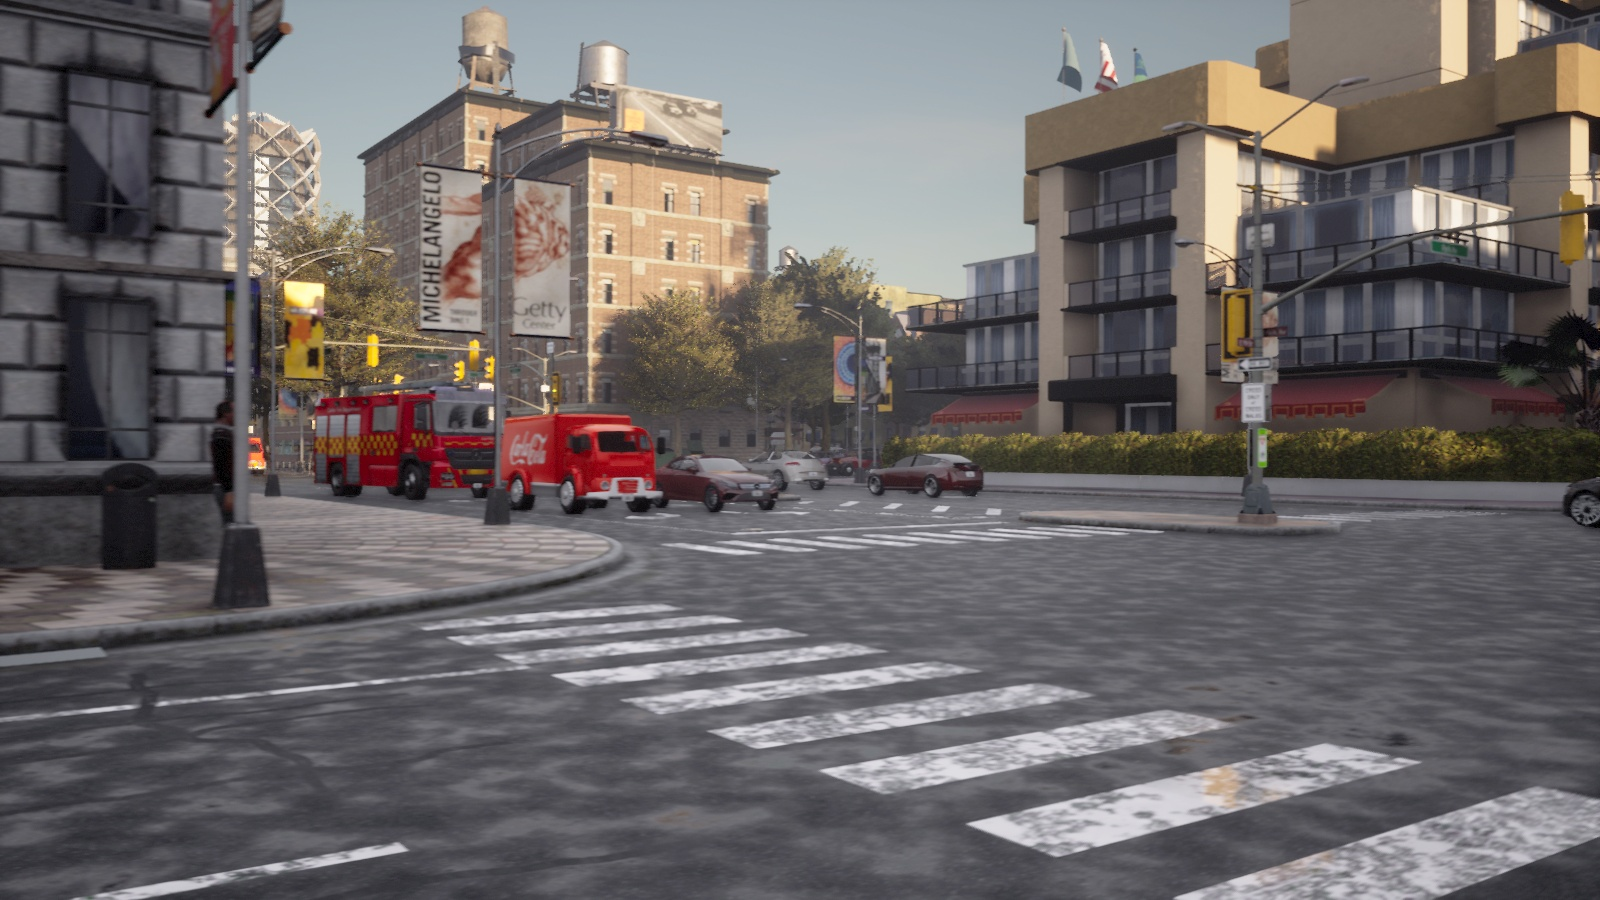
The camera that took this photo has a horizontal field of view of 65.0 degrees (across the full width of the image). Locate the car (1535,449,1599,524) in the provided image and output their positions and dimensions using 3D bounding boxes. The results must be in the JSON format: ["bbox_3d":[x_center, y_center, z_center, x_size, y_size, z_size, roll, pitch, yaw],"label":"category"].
[{"bbox_3d":[17.202,0.725,24.482,2.128,1.511,4.902,0,0,-14],"label":"car"}]

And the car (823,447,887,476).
[{"bbox_3d":[3.589,0.734,81.849,3.866,1.878,1.905,0,0,-36],"label":"car"}]

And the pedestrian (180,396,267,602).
[{"bbox_3d":[-5.338,0.441,11.625,0.720,1.854,0.376,0,0,-26],"label":"pedestrian"}]

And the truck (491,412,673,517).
[{"bbox_3d":[-5.706,0.349,32.276,2.627,2.467,5.204,0,0,-35],"label":"truck"}]

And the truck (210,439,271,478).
[{"bbox_3d":[-36.443,0.535,81.703,2.627,2.467,5.204,0,0,-35],"label":"truck"}]

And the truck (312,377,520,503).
[{"bbox_3d":[-12.996,-0.289,41.951,8.468,3.827,2.891,0,0,44],"label":"truck"}]

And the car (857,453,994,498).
[{"bbox_3d":[4.335,0.843,44.050,2.163,1.488,4.792,0,0,-35],"label":"car"}]

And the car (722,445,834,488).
[{"bbox_3d":[-0.968,0.652,51.475,2.152,1.651,5.027,0,0,-35],"label":"car"}]

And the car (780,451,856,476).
[{"bbox_3d":[1.234,0.879,84.465,4.856,1.649,2.033,0,0,-36],"label":"car"}]

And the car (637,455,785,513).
[{"bbox_3d":[-2.490,0.859,33.792,1.812,1.442,4.674,0,0,-35],"label":"car"}]
